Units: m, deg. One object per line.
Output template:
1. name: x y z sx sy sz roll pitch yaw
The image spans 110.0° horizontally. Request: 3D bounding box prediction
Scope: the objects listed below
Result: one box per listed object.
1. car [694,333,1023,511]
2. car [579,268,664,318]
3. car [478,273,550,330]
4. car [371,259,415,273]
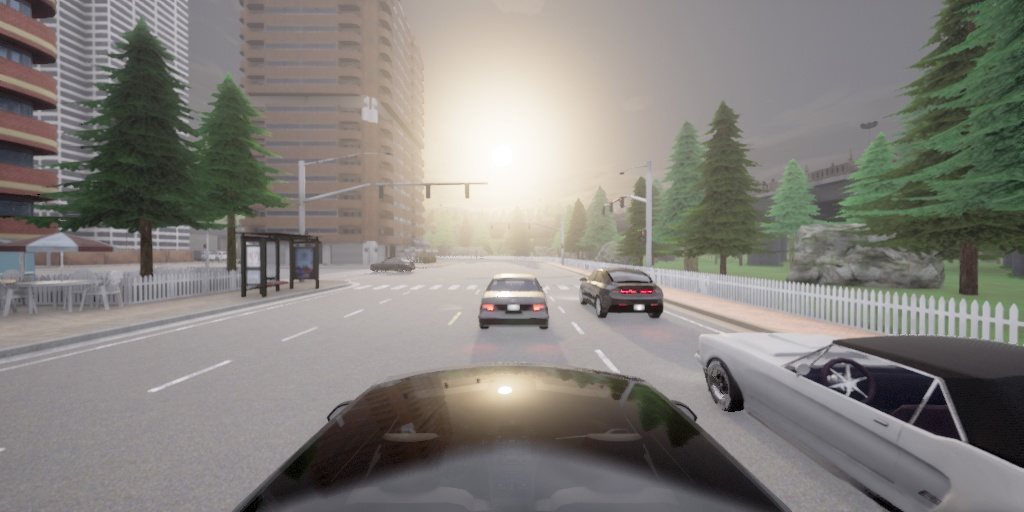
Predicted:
1. car: 3.511 1.339 3.027 1.895 1.301 4.718 0 1 1
2. car: 3.564 1.155 12.392 1.837 1.490 4.892 0 1 1
3. car: 0.077 1.212 10.803 2.033 1.411 5.357 0 1 1
4. car: -12.460 0.988 37.514 4.674 1.442 1.812 0 0 13
